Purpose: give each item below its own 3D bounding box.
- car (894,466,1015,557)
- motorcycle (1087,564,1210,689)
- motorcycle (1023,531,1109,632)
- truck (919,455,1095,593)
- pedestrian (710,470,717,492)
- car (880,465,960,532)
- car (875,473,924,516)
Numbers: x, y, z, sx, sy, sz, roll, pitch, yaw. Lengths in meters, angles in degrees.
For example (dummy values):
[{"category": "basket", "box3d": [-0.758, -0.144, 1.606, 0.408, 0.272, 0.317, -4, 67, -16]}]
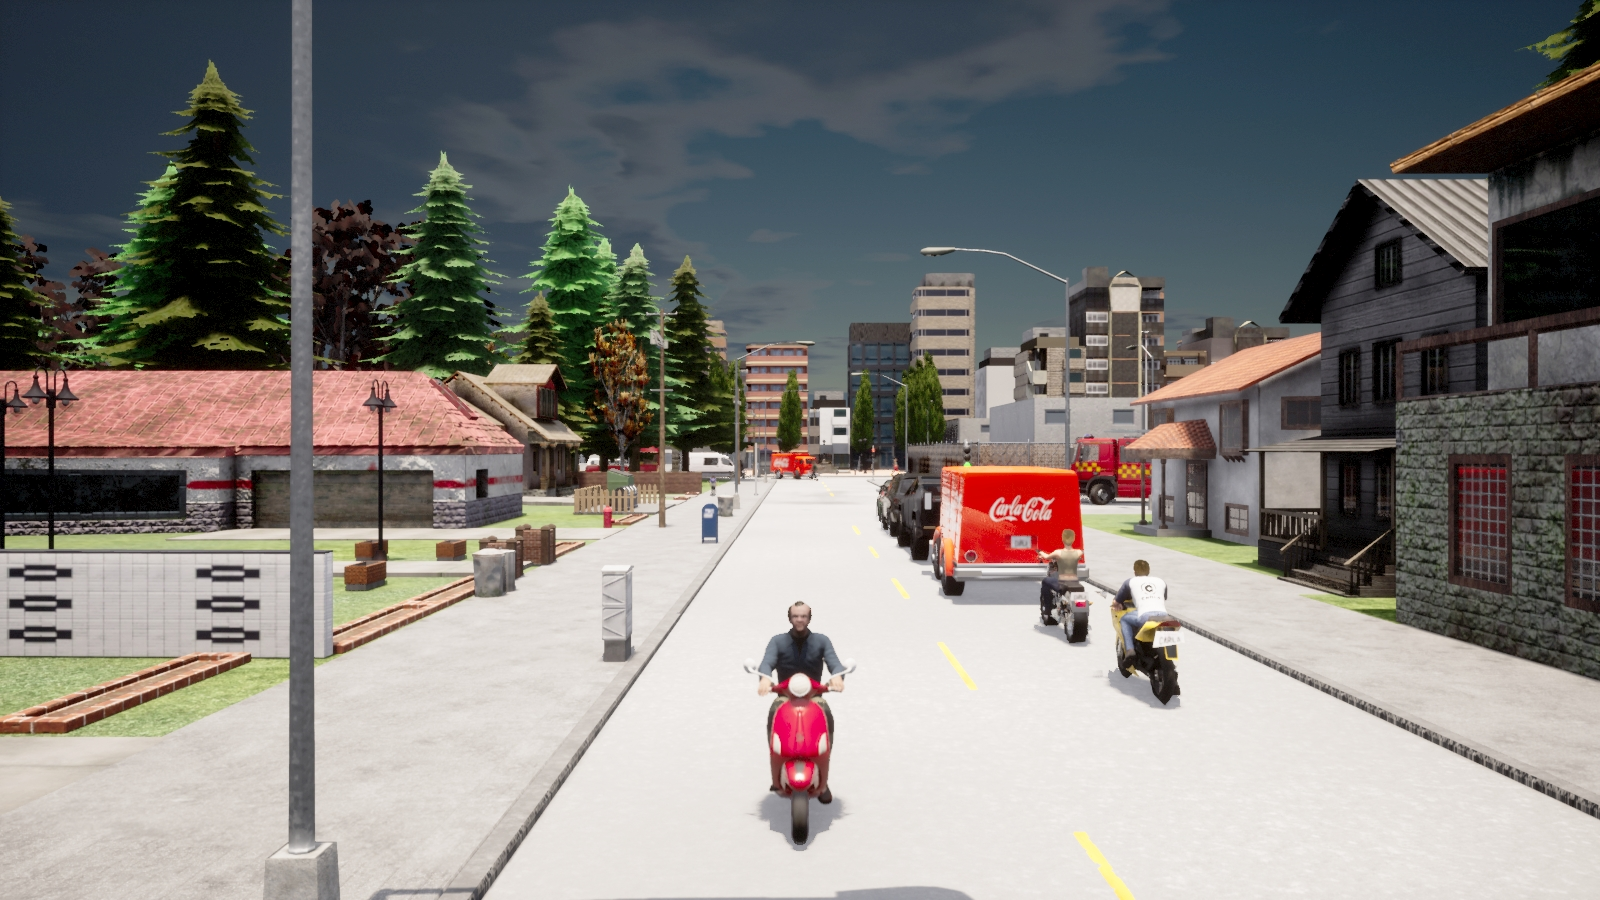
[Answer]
[{"category": "car", "box3d": [3.988, 1.534, 30.676, 2.390, 2.098, 6.274, 0, 0, 0]}, {"category": "motorcycle", "box3d": [3.995, 1.993, 13.266, 0.803, 1.145, 2.033, 0, 0, 0]}, {"category": "motorcycle", "box3d": [3.999, 1.950, 17.386, 0.764, 1.277, 2.356, 0, 0, 0]}, {"category": "truck", "box3d": [3.996, 1.346, 23.174, 2.627, 2.467, 5.204, 0, 0, 0]}, {"category": "pedestrian", "box3d": [-5.044, 1.803, 66.524, 0.375, 1.300, 0.375, 0, 0, 3]}, {"category": "car", "box3d": [3.979, 1.561, 38.750, 2.150, 2.045, 5.566, 0, 0, 0]}, {"category": "car", "box3d": [4.047, 1.780, 46.986, 1.851, 1.617, 3.988, 0, 0, 3]}]
